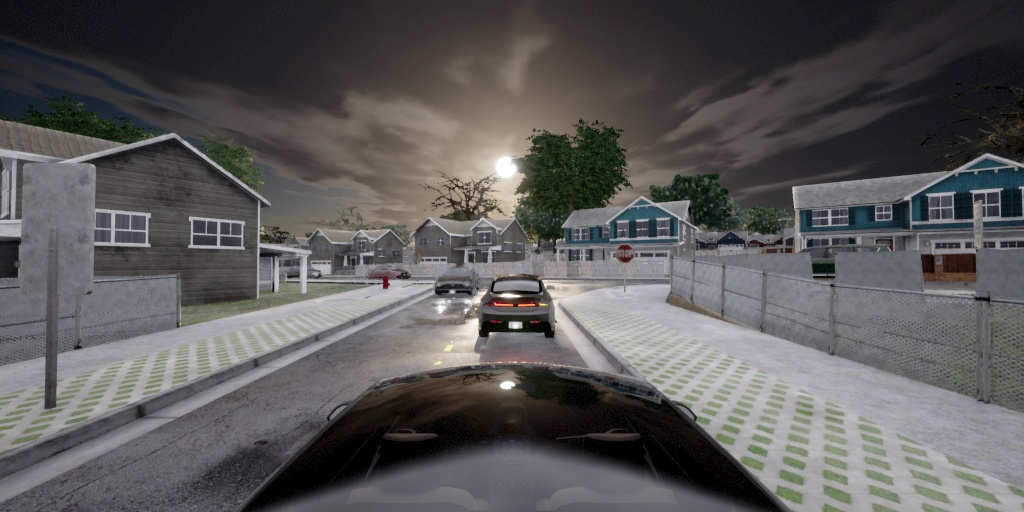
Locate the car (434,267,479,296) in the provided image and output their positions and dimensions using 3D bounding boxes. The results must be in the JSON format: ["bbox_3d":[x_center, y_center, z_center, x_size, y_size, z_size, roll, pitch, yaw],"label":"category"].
[{"bbox_3d":[-2.766,1.304,19.473,2.033,1.411,5.357,0,0,1],"label":"car"}]

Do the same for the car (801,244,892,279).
[{"bbox_3d":[15.927,0.484,18.450,5.566,2.045,2.150,-2,-2,36],"label":"car"}]

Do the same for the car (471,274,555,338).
[{"bbox_3d":[0.170,1.258,10.228,1.837,1.490,4.892,0,0,2],"label":"car"}]

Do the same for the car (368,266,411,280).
[{"bbox_3d":[-11.355,1.590,33.235,4.181,1.385,1.994,-2,-2,32],"label":"car"}]

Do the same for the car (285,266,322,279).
[{"bbox_3d":[-23.576,1.908,40.545,4.902,1.511,2.128,-2,-2,30],"label":"car"}]
